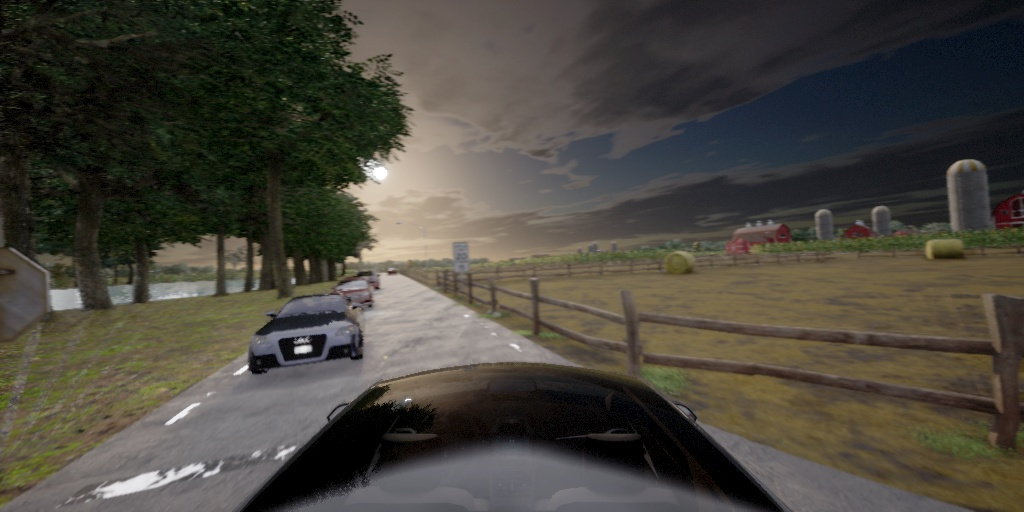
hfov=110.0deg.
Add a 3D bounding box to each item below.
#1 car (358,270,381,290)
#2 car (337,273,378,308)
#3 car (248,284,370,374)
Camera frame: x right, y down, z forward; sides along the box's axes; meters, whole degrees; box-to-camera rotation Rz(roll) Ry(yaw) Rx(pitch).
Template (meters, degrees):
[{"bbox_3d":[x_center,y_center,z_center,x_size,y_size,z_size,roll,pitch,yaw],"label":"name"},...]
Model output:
[{"bbox_3d":[-12.238,1.995,30.252,2.097,1.767,4.553,-3,-1,-20],"label":"car"},{"bbox_3d":[-7.967,1.823,18.111,1.812,1.442,4.674,-3,0,-19],"label":"car"},{"bbox_3d":[-4.607,1.608,8.561,1.994,1.385,4.181,-3,0,-21],"label":"car"}]
